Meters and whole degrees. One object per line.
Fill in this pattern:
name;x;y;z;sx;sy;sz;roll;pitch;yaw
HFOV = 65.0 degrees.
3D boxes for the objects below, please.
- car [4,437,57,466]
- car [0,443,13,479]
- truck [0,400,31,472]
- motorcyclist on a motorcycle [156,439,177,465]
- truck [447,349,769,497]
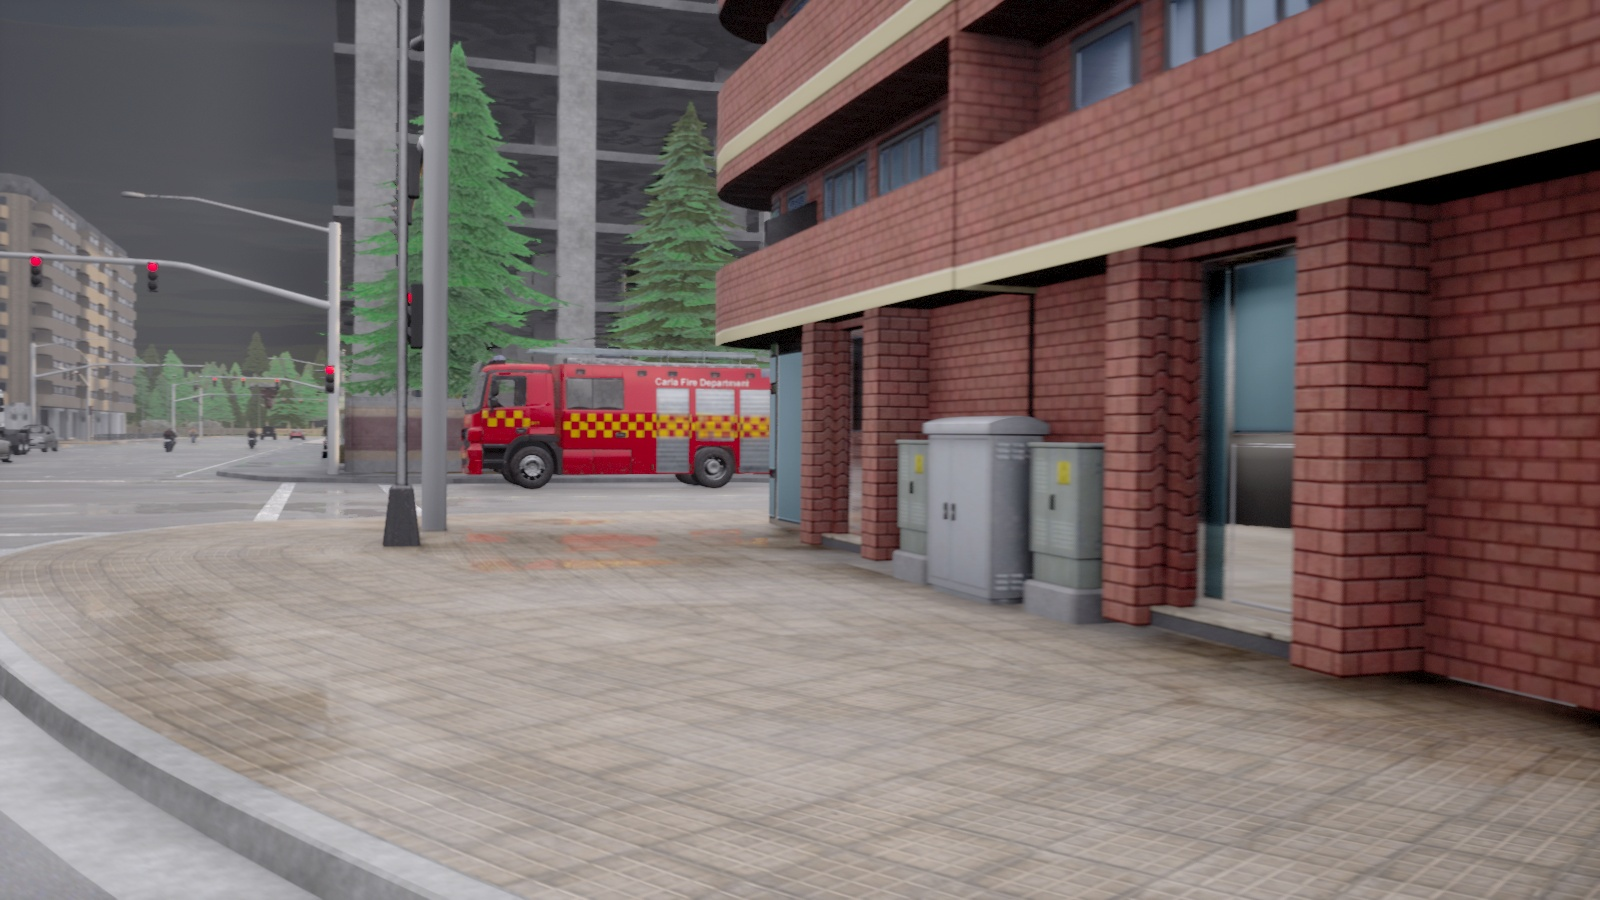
car;-44.714;0.082;73.060;1.851;1.617;3.988;-1;1;-20
car;-32.061;0.452;48.501;1.994;1.385;4.181;-1;1;-20
truck;-40.887;-0.698;62.502;2.891;3.462;7.936;-1;1;-20
motorcyclist on a motorcycle;-38.316;0.129;75.954;0.866;1.530;2.191;-1;1;-20
truck;-5.360;-0.778;35.180;8.468;3.827;2.891;-1;1;-20
